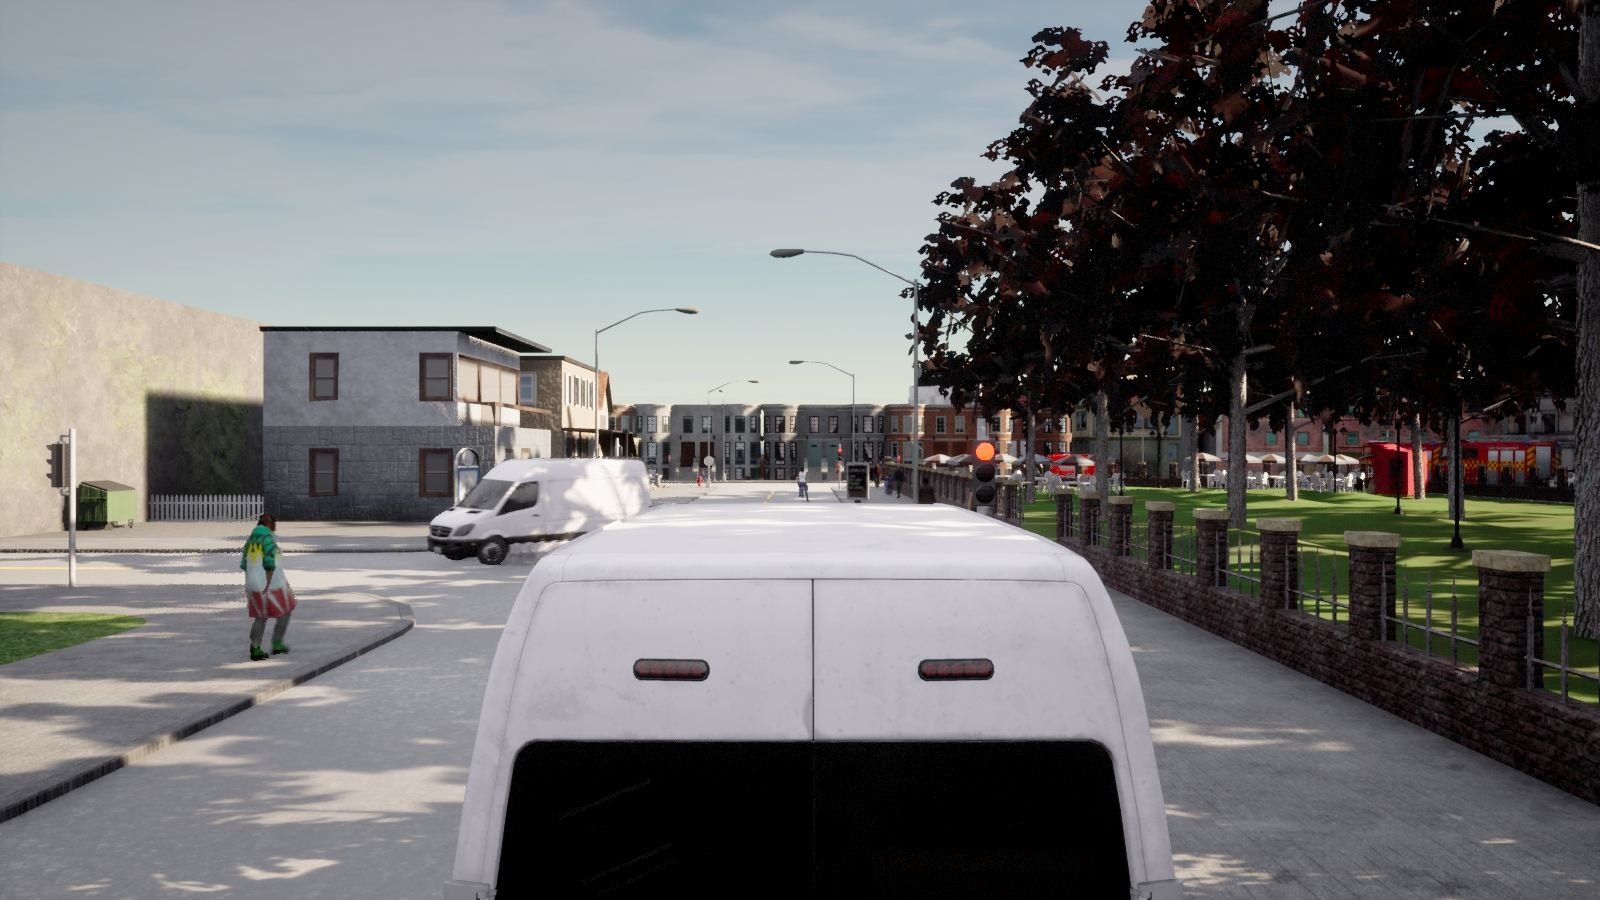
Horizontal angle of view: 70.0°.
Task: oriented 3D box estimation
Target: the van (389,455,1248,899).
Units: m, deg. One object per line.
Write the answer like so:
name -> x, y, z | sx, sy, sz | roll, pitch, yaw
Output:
van -> 0.036, 1.314, 5.605 | 1.988, 2.561, 5.915 | 0, 0, 0

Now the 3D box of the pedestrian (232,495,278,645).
pedestrian -> -6.953, 1.516, 14.585 | 0.375, 1.860, 0.375 | 0, 0, 23

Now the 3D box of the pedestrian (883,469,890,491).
pedestrian -> 5.241, 1.805, 68.986 | 0.375, 1.300, 0.375 | 0, 0, -1

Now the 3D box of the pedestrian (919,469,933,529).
pedestrian -> 3.931, 1.525, 35.715 | 0.375, 1.860, 0.375 | 0, 0, -2

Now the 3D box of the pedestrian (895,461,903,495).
pedestrian -> 5.362, 1.525, 62.160 | 0.375, 1.860, 0.375 | 0, 0, -6

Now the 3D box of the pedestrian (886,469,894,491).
pedestrian -> 5.388, 1.804, 68.380 | 0.375, 1.300, 0.375 | 0, 0, 15

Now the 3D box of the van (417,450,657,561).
van -> -6.692, 1.314, 29.727 | 1.988, 2.561, 5.915 | 2, 1, 45
